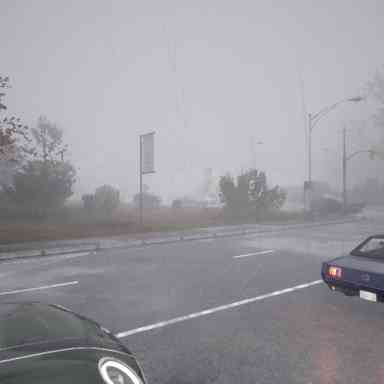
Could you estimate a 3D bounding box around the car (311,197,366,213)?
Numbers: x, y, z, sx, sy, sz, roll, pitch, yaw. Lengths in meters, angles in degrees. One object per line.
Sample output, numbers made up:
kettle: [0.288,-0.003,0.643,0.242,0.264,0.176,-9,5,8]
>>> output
car: [13.922,1.292,32.448,1.837,1.490,4.892,-1,0,-33]

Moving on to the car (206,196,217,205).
car: [1.955,1.290,53.697,1.812,1.442,4.674,-1,1,-38]

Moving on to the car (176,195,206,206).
car: [-0.630,1.287,51.327,2.128,1.511,4.902,-1,0,-39]

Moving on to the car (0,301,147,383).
car: [-2.483,1.352,1.952,4.553,1.767,2.097,0,0,-36]

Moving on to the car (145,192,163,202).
car: [-7.565,1.021,60.080,2.150,2.045,5.566,-1,0,-38]

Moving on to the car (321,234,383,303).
car: [4.989,1.573,7.289,4.718,1.301,1.895,0,0,-35]

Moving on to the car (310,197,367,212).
car: [15.931,1.301,36.343,2.033,1.411,5.357,-1,0,-40]

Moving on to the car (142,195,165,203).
car: [-7.667,1.299,65.896,2.128,1.511,4.902,-1,0,-38]
